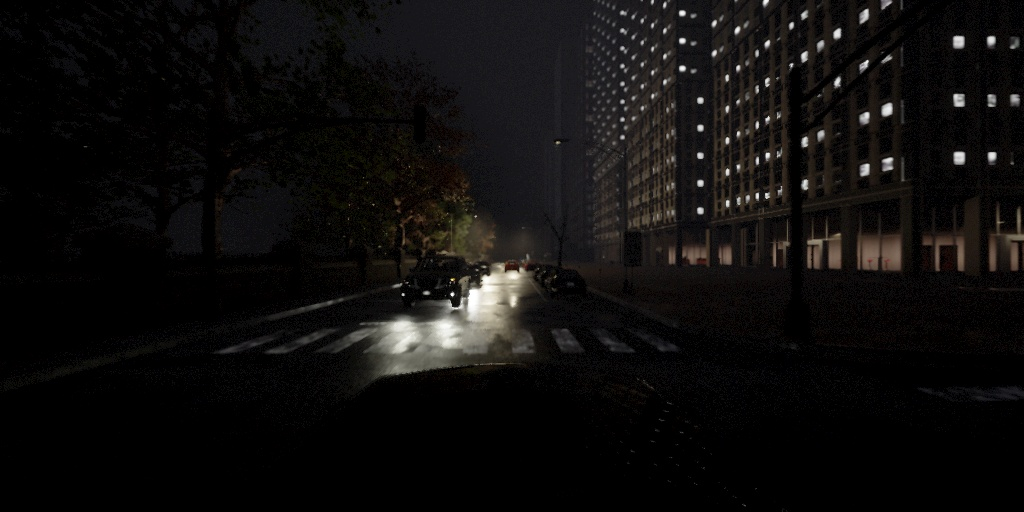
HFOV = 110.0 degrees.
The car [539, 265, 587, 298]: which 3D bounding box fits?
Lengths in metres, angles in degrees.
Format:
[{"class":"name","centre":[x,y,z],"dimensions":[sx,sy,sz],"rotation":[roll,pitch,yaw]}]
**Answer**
[{"class":"car","centre":[2.690,1.337,18.577],"dimensions":[1.948,1.339,4.313],"rotation":[0,0,0]}]

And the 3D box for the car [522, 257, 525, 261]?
[{"class":"car","centre":[2.693,1.270,52.371],"dimensions":[1.967,1.591,4.097],"rotation":[0,0,0]}]

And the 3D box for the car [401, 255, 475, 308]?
[{"class":"car","centre":[-3.101,0.989,15.784],"dimensions":[2.150,2.045,5.566],"rotation":[0,0,0]}]

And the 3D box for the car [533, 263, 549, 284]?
[{"class":"car","centre":[2.690,1.345,24.210],"dimensions":[1.948,1.339,4.313],"rotation":[0,0,0]}]

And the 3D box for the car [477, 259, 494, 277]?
[{"class":"car","centre":[-3.087,1.304,36.510],"dimensions":[1.837,1.490,4.892],"rotation":[0,0,0]}]

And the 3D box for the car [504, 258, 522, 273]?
[{"class":"car","centre":[0.002,1.293,45.031],"dimensions":[1.882,1.535,5.008],"rotation":[0,0,0]}]

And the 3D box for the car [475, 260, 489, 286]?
[{"class":"car","centre":[-3.099,1.274,26.085],"dimensions":[2.128,1.511,4.902],"rotation":[0,0,0]}]

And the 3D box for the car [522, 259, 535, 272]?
[{"class":"car","centre":[2.693,1.364,46.740],"dimensions":[1.888,1.381,4.507],"rotation":[0,0,0]}]

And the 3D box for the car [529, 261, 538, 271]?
[{"class":"car","centre":[2.691,1.354,29.842],"dimensions":[1.948,1.339,4.313],"rotation":[0,0,0]}]
